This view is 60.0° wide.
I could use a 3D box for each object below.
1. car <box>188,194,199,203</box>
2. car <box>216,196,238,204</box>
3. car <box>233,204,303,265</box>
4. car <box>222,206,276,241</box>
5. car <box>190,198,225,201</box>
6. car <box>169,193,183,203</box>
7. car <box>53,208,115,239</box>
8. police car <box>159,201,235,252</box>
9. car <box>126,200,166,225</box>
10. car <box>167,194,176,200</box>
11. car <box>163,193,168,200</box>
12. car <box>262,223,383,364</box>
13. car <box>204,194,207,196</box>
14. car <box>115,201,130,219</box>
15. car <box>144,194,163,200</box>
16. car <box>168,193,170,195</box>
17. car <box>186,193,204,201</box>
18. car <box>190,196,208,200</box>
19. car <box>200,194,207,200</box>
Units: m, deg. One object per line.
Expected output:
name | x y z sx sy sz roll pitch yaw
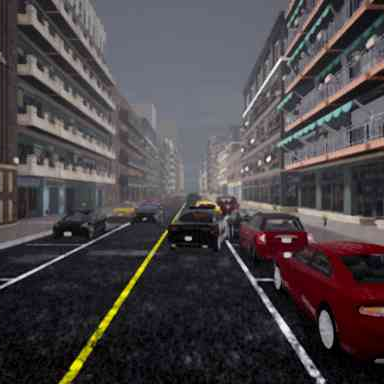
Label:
car | 0.303 1.194 65.058 2.097 1.767 4.553 0 0 0
car | 2.824 1.250 28.474 2.192 1.841 5.009 0 0 0
car | 2.743 1.415 11.566 1.967 1.590 4.097 0 0 0
car | 2.769 1.512 17.201 2.008 1.369 4.403 0 0 0
car | 1.008 1.424 23.707 1.882 1.535 5.008 0 0 0
car | -2.728 1.323 63.665 1.882 1.535 5.008 0 0 1
car | -5.612 1.527 17.244 1.947 1.339 4.313 0 0 0
police car | 0.451 1.390 14.047 1.930 1.638 5.238 -1 0 13
car | -2.994 1.511 23.081 1.994 1.385 4.181 0 0 0
car | -5.292 1.227 84.880 1.967 1.590 4.097 0 0 0
car | -5.451 1.192 51.063 2.192 1.841 5.009 0 0 0
car | 2.716 1.532 5.929 1.887 1.381 4.507 0 0 0
car | 3.062 1.328 79.371 1.752 1.417 4.829 0 0 0
car | -5.559 1.460 28.347 1.752 1.417 4.829 0 0 0
car | -5.478 1.331 45.427 1.967 1.590 4.097 0 0 0
car | -5.318 1.117 79.245 2.192 1.841 5.009 0 0 0
car | 0.233 1.101 50.126 2.150 2.045 5.566 0 0 0
car | 0.967 1.387 29.889 1.801 1.575 5.366 0 0 0
car | 3.115 1.317 90.474 1.887 1.381 4.507 0 0 0
